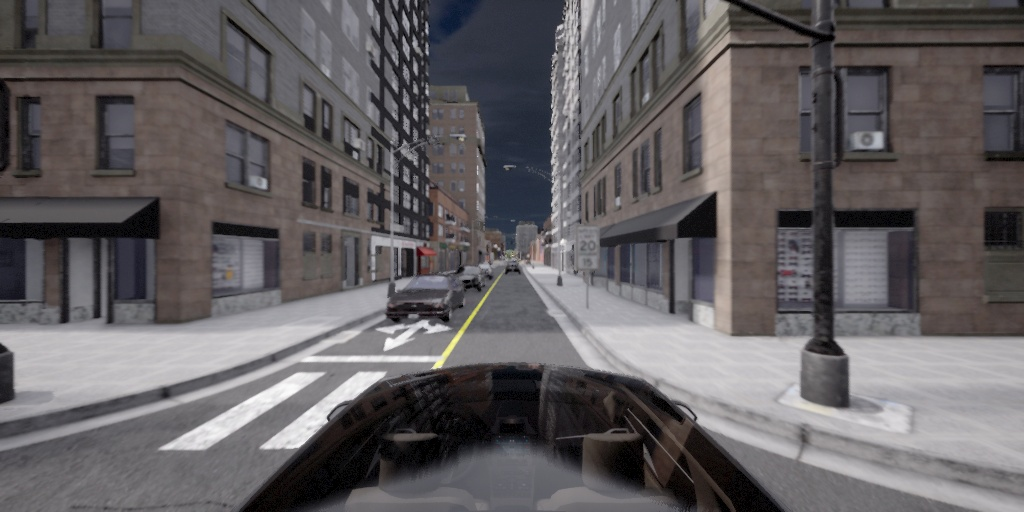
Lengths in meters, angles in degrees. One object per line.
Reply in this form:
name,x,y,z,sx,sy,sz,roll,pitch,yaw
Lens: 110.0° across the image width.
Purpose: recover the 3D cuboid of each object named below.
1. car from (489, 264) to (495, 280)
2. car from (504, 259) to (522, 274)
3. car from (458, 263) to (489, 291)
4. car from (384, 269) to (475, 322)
car,-2.672,1.401,33.143,1.812,1.442,4.674,0,0,0
car,0.110,1.412,43.058,1.837,1.490,4.892,0,0,1
car,-2.705,1.342,22.817,1.837,1.490,4.892,0,0,0
car,-2.796,1.353,12.931,2.033,1.411,5.357,0,0,1
